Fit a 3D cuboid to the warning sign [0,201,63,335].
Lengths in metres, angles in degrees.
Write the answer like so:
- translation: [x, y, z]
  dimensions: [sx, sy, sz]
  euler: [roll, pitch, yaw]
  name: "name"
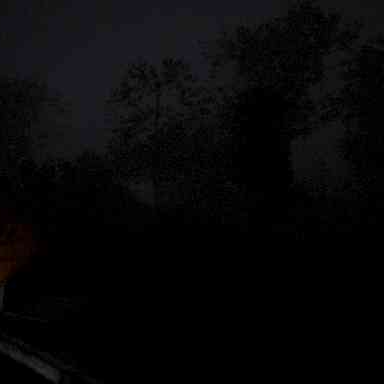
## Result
- translation: [-2.980, 1.100, 5.234]
  dimensions: [1.060, 1.860, 1.300]
  euler: [3, 0, 35]
  name: "warning sign"
